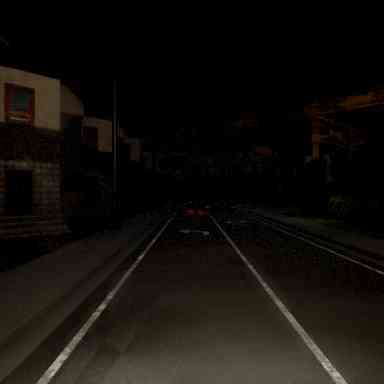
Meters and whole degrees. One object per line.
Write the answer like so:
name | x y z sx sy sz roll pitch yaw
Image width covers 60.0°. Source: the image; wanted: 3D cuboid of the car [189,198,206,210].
car | 0.755 1.492 43.221 2.128 1.511 4.902 0 0 6

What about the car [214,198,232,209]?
car | 4.145 1.547 44.434 2.033 1.411 5.357 0 0 11
